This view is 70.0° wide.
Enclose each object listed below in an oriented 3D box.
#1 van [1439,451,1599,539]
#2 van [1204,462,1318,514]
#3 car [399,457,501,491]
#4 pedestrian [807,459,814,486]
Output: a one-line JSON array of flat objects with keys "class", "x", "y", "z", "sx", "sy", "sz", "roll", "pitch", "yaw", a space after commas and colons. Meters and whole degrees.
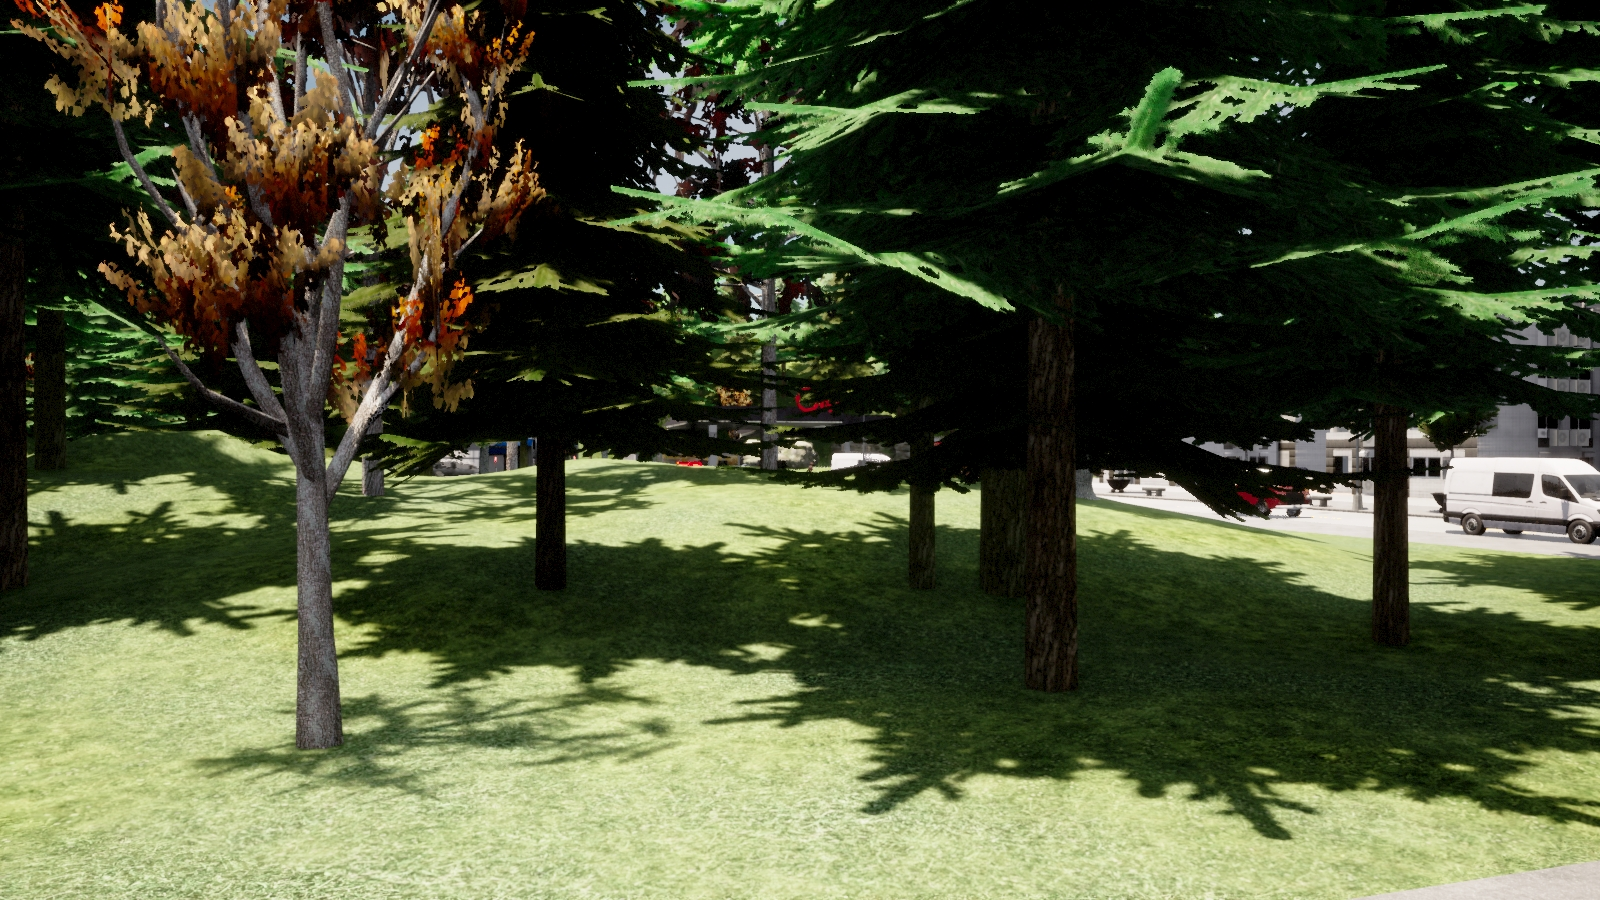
[{"class": "van", "x": 23.412, "y": 1.314, "z": 36.018, "sx": 1.988, "sy": 2.561, "sz": 5.915, "roll": 0, "pitch": 0, "yaw": -18}, {"class": "van", "x": 19.384, "y": 1.562, "z": 48.244, "sx": 2.069, "sy": 2.038, "sz": 4.480, "roll": 0, "pitch": 0, "yaw": -18}, {"class": "car", "x": -22.728, "y": 1.533, "z": 74.247, "sx": 6.274, "sy": 2.098, "sz": 2.390, "roll": 0, "pitch": 0, "yaw": -18}, {"class": "pedestrian", "x": 0.703, "y": 1.525, "z": 77.405, "sx": 0.375, "sy": 1.860, "sz": 0.375, "roll": 0, "pitch": 0, "yaw": -21}]
